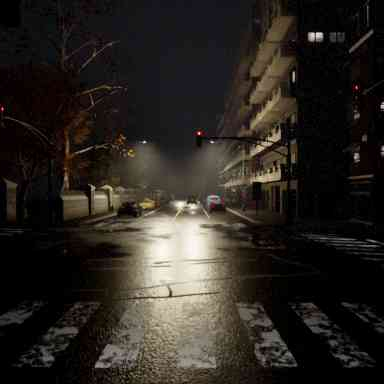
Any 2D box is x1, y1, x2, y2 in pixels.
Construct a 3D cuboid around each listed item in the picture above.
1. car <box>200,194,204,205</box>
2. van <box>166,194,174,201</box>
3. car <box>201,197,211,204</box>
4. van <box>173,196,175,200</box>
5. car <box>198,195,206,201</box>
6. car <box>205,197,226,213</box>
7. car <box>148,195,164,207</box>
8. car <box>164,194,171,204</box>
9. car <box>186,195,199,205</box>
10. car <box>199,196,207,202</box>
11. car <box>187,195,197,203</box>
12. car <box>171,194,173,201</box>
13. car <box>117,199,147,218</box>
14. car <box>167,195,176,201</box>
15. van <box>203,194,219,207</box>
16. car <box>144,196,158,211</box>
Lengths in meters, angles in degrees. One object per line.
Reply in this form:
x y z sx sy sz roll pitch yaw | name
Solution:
2.692 1.480 53.347 1.967 1.590 4.097 0 0 0 | car
-5.690 1.445 87.127 1.690 1.788 3.998 0 0 0 | van
2.691 1.602 64.607 1.887 1.381 4.507 0 0 0 | car
-5.690 1.432 81.498 1.690 1.788 3.998 0 0 0 | van
2.690 1.544 87.127 1.967 1.590 4.097 0 0 0 | car
2.692 1.564 36.456 1.887 1.381 4.507 0 0 0 | car
-5.688 1.347 47.717 2.192 1.841 5.009 0 0 0 | car
-5.689 1.498 64.608 1.967 1.590 4.097 0 0 0 | car
-0.001 1.597 59.542 2.033 1.411 5.357 0 0 0 | car
2.690 1.635 81.497 1.887 1.381 4.507 0 0 0 | car
0.000 1.444 69.961 1.837 1.490 4.892 0 0 0 | car
-5.689 1.508 70.237 1.967 1.590 4.097 0 0 0 | car
-5.688 1.580 30.825 1.947 1.339 4.313 0 0 0 | car
-5.690 1.669 92.757 2.008 1.369 4.403 0 0 0 | car
2.693 1.366 42.087 1.690 1.788 3.998 0 0 0 | van
-5.688 1.550 41.917 1.752 1.417 4.829 0 0 0 | car
